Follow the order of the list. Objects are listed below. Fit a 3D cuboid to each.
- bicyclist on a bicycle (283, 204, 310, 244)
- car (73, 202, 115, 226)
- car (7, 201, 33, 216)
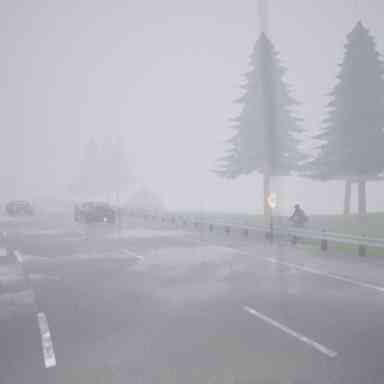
[{"bbox_3d":[4.448,1.366,13.980,1.656,1.620,0.582,11,-6,-30],"label":"bicyclist on a bicycle"},{"bbox_3d":[-6.904,1.447,23.300,1.837,1.490,4.892,0,0,-33],"label":"car"},{"bbox_3d":[-16.658,1.518,32.020,1.895,1.301,4.718,0,0,-33],"label":"car"}]
